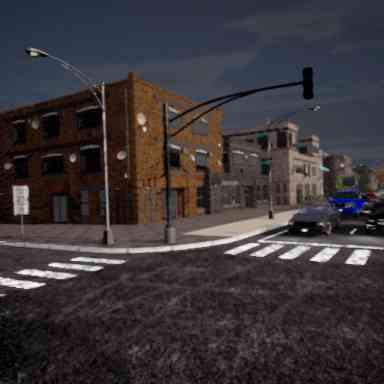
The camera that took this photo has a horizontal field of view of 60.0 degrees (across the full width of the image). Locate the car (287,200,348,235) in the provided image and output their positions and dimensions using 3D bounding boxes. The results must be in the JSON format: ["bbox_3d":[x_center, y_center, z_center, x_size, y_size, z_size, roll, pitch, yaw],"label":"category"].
[{"bbox_3d":[6.754,1.383,17.958,2.033,1.411,5.357,-2,0,33],"label":"car"}]

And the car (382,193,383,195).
[{"bbox_3d":[21.290,0.663,34.626,2.150,2.045,5.566,-2,0,33],"label":"car"}]

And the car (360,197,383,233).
[{"bbox_3d":[10.190,1.238,17.291,1.837,1.490,4.892,-2,0,33],"label":"car"}]

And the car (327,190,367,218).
[{"bbox_3d":[12.237,0.913,26.536,2.150,2.045,5.566,-2,0,33],"label":"car"}]

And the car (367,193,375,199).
[{"bbox_3d":[17.790,1.071,35.174,1.812,1.442,4.674,-2,0,33],"label":"car"}]
